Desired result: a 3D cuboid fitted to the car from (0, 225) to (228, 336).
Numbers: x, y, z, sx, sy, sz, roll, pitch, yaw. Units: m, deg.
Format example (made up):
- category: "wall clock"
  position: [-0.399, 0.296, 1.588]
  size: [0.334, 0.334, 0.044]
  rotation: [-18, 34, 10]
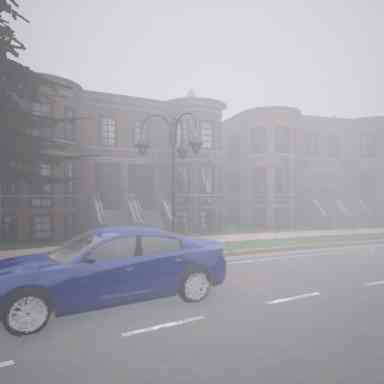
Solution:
- category: "car"
  position: [-1.618, 1.477, 6.767]
  size: [5.008, 1.535, 1.882]
  rotation: [0, 0, -30]
